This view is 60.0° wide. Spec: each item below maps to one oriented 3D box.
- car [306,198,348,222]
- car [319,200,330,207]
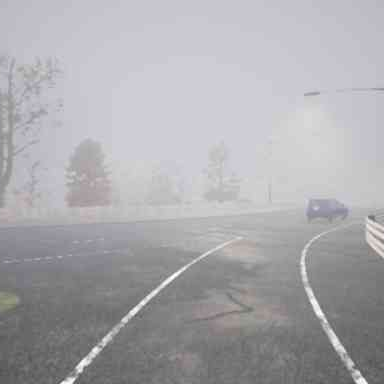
[{"bbox_3d":[12.272,1.587,30.102,2.150,2.045,5.566,0,-1,42],"label":"car"},{"bbox_3d":[28.309,2.455,71.277,1.895,1.301,4.718,0,-1,19],"label":"car"}]
